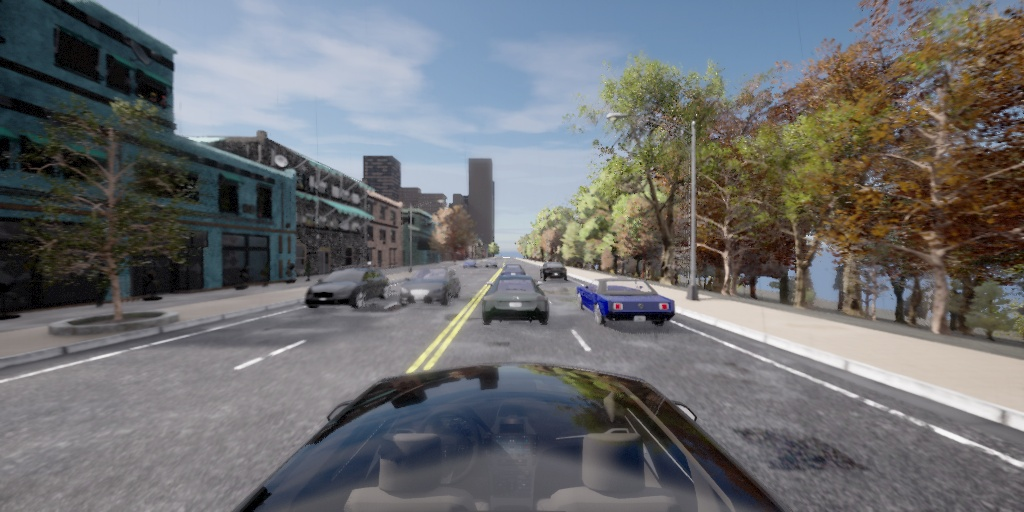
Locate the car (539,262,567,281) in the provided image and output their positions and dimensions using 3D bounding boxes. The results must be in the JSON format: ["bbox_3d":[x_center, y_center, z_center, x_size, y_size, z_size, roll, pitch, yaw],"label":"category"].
[{"bbox_3d":[3.352,1.223,29.619,1.882,1.535,5.008,0,0,0],"label":"car"}]

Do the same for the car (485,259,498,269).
[{"bbox_3d":[-3.291,1.266,57.764,1.812,1.442,4.674,0,0,1],"label":"car"}]

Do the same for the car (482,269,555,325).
[{"bbox_3d":[0.101,1.312,11.886,1.994,1.385,4.181,0,0,0],"label":"car"}]

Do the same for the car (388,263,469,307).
[{"bbox_3d":[-3.350,1.240,15.425,2.128,1.511,4.902,0,0,0],"label":"car"}]

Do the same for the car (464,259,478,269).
[{"bbox_3d":[-6.547,1.266,56.582,1.812,1.442,4.674,0,0,1],"label":"car"}]

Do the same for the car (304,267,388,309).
[{"bbox_3d":[-6.600,1.253,14.938,1.837,1.490,4.892,0,0,0],"label":"car"}]

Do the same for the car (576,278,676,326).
[{"bbox_3d":[3.350,1.350,11.609,1.895,1.301,4.718,0,0,0],"label":"car"}]

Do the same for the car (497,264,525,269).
[{"bbox_3d":[0.101,1.310,28.808,1.994,1.385,4.181,0,0,0],"label":"car"}]
